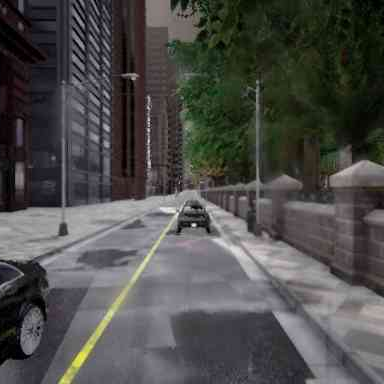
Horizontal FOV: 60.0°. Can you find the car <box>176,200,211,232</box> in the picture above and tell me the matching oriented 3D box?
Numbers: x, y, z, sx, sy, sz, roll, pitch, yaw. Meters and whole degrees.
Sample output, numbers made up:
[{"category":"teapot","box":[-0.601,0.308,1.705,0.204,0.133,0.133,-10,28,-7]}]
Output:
[{"category":"car","box":[0.102,1.495,20.099,1.837,1.490,4.892,0,0,0]}]

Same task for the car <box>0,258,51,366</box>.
[{"category":"car","box":[-3.083,1.490,3.166,2.128,1.511,4.902,0,0,0]}]
